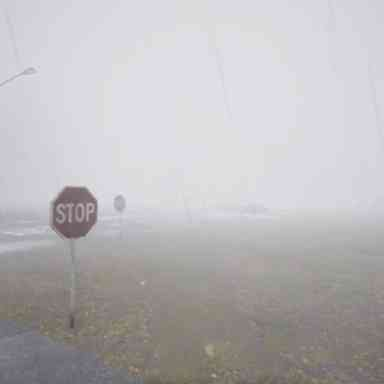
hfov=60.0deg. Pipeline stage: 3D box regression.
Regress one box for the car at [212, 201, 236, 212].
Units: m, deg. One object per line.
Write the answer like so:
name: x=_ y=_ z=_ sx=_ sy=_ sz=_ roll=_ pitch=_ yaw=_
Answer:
car: x=5.054 y=2.052 z=47.816 sx=2.033 sy=1.411 sz=5.357 roll=1 pitch=0 yaw=36

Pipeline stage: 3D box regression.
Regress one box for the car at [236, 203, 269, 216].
car: x=7.330 y=2.020 z=38.997 sx=1.812 sy=1.442 sz=4.674 roll=1 pitch=0 yaw=36

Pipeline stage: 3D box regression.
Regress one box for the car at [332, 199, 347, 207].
car: x=34.167 y=2.553 z=76.225 sx=1.812 sy=1.442 sz=4.674 roll=1 pitch=0 yaw=36
